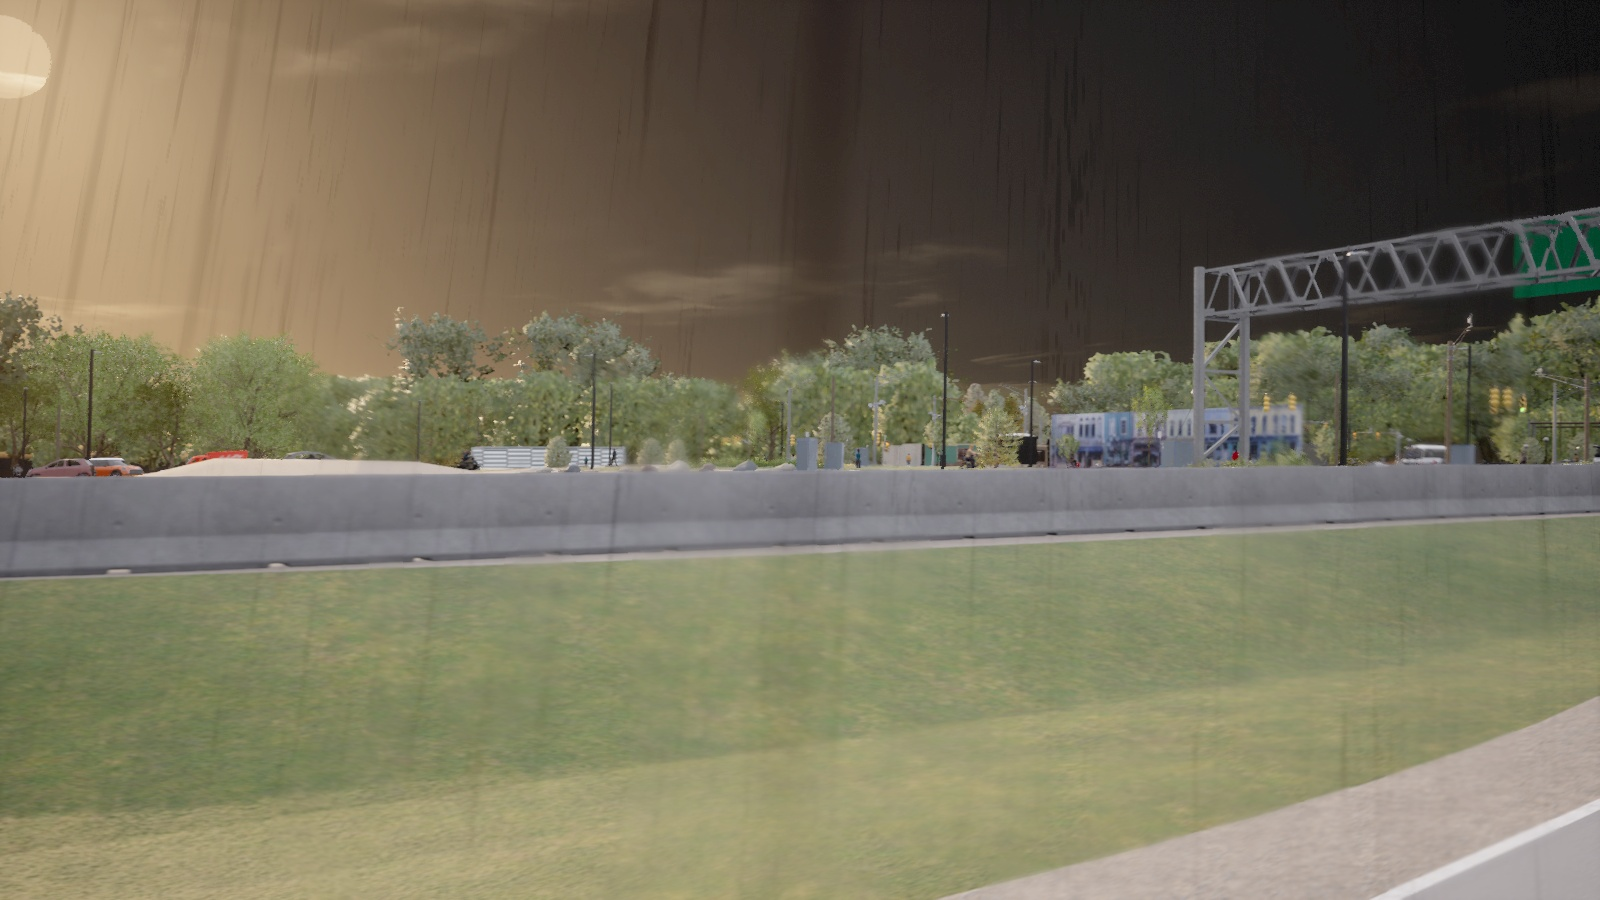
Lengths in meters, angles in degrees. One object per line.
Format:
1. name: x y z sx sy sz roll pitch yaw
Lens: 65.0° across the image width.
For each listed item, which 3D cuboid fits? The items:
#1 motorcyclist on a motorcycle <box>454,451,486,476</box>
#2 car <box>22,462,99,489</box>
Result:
1. motorcyclist on a motorcycle: -21.882 0.884 83.279 1.817 1.590 0.866 -2 0 16
2. car: -44.375 1.530 75.434 3.633 1.501 1.845 -2 -1 -18
